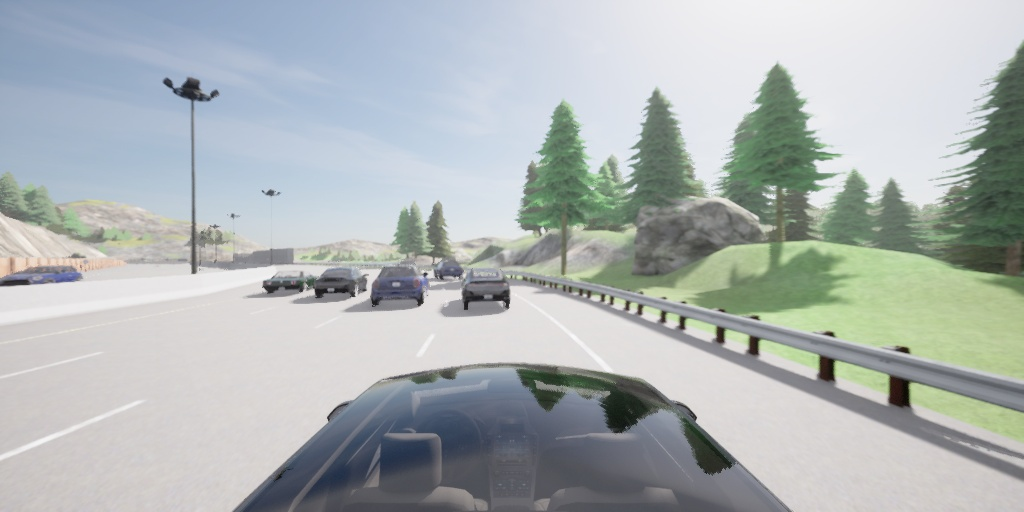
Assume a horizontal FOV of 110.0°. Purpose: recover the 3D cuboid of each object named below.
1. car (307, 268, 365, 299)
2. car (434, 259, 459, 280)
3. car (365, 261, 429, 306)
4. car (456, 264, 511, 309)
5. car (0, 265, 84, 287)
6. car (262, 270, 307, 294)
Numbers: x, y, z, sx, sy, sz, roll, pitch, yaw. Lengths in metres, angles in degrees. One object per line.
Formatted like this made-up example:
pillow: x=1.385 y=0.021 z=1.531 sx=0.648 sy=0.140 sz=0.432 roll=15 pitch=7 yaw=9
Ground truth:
car: x=-9.062 y=1.371 z=19.358 sx=1.837 sy=1.490 sz=4.892 roll=0 pitch=0 yaw=-12
car: x=-5.900 y=1.194 z=32.973 sx=2.097 sy=1.767 sz=4.553 roll=-1 pitch=0 yaw=-20
car: x=-4.988 y=1.169 z=16.467 sx=2.097 sy=1.767 sz=4.553 roll=-1 pitch=0 yaw=-10
car: x=-1.198 y=1.266 z=15.275 sx=2.128 sy=1.511 sz=4.902 roll=-1 pitch=0 yaw=-8
car: x=-32.924 y=1.489 z=25.236 sx=2.097 sy=1.767 sz=4.553 roll=-1 pitch=0 yaw=-23
car: x=-13.207 y=1.515 z=21.824 sx=1.895 sy=1.301 sz=4.718 roll=-1 pitch=0 yaw=-15
